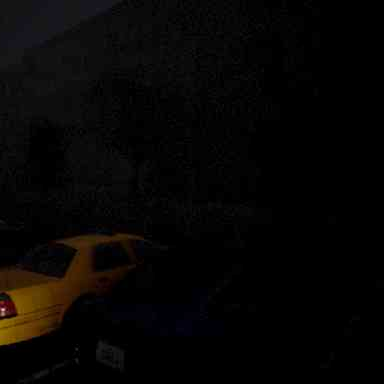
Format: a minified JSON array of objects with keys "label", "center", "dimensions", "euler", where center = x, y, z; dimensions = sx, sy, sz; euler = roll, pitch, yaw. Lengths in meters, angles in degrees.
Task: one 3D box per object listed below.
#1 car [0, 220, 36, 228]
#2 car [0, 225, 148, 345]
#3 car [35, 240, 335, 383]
[{"label":"car","center":[-3.921,1.489,8.115],"dimensions":[2.163,1.488,4.792],"euler":[0,0,36]},{"label":"car","center":[-1.555,1.463,6.619],"dimensions":[1.946,1.575,5.366],"euler":[0,0,36]},{"label":"car","center":[0.628,1.503,4.870],"dimensions":[2.163,1.488,4.792],"euler":[0,0,36]}]
